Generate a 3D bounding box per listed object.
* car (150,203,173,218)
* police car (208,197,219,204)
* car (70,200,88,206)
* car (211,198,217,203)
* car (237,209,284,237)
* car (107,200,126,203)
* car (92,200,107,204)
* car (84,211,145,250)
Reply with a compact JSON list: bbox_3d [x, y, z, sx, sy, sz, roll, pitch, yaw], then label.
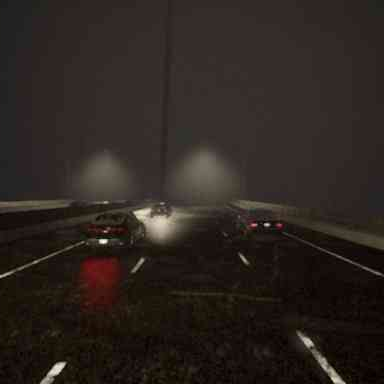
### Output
[{"bbox_3d":[-3.020,1.808,33.384,2.033,1.411,5.357,0,-1,1],"label":"car"},{"bbox_3d":[5.615,2.197,82.661,1.930,1.638,5.238,0,-1,3],"label":"police car"},{"bbox_3d":[-19.956,2.075,58.636,1.994,1.385,4.181,0,-1,3],"label":"car"},{"bbox_3d":[6.197,2.358,93.648,1.801,1.575,5.366,0,-1,3],"label":"car"},{"bbox_3d":[3.737,1.692,18.919,2.033,1.411,5.357,0,0,1],"label":"car"},{"bbox_3d":[-12.925,2.068,59.274,2.033,1.411,5.357,0,-1,3],"label":"car"},{"bbox_3d":[-16.406,2.127,59.953,1.895,1.301,4.718,0,-1,3],"label":"car"},{"bbox_3d":[-3.306,1.617,14.907,1.837,1.490,4.892,0,0,1],"label":"car"}]
